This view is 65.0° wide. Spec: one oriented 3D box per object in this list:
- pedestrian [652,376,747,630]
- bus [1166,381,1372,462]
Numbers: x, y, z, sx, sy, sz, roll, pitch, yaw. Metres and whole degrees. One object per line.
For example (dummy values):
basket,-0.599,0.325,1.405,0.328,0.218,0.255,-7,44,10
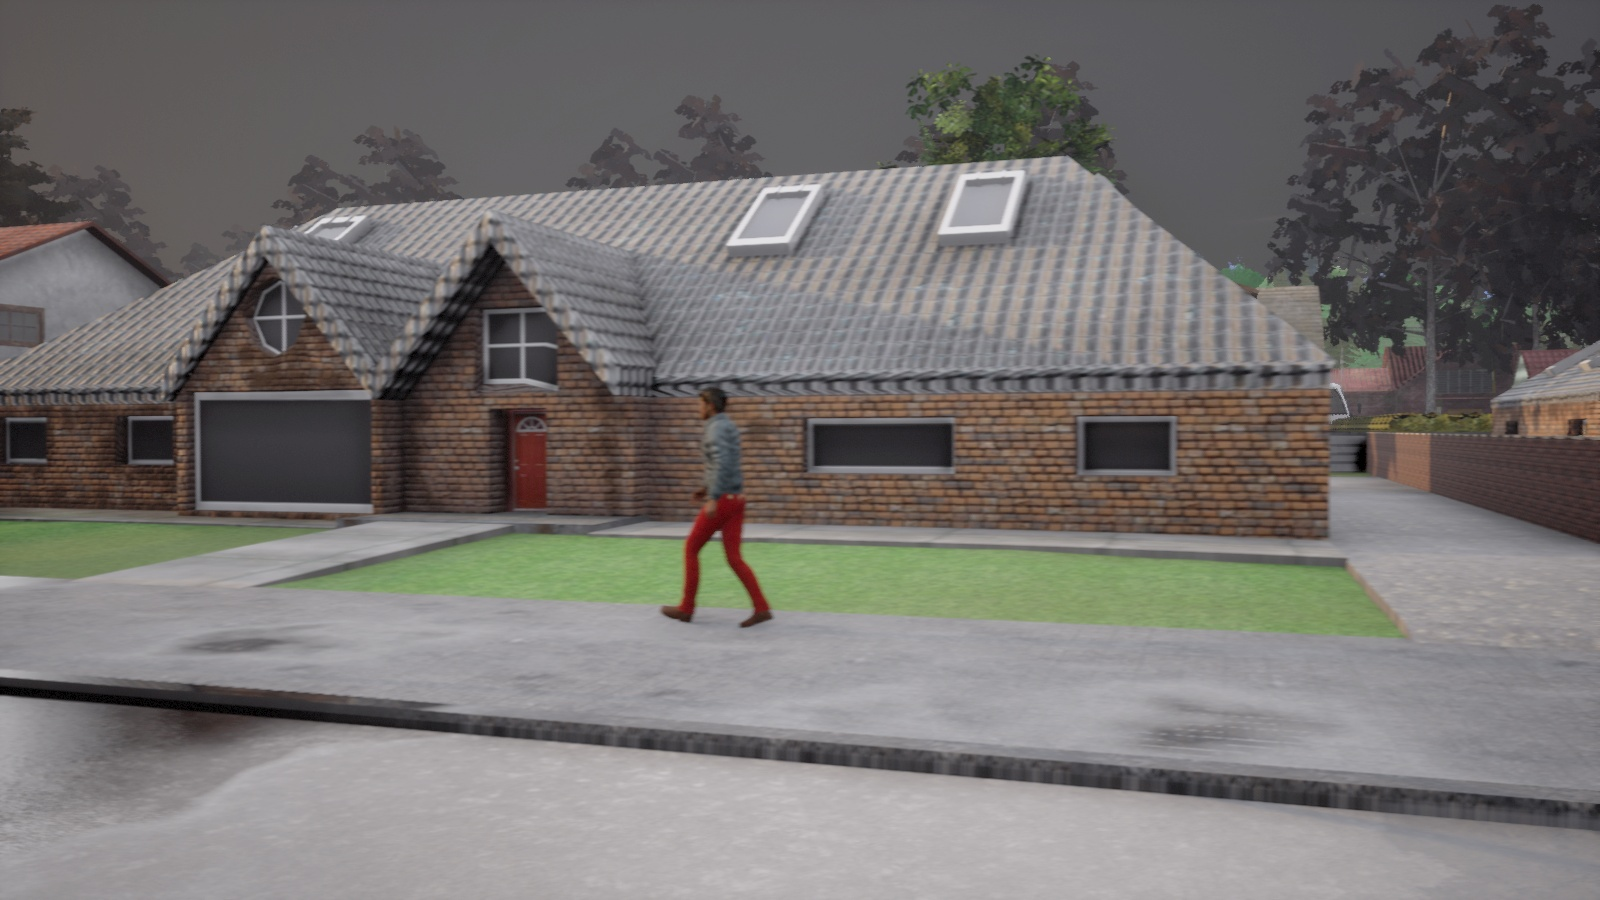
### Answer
pedestrian,-0.750,0.383,9.388,0.614,1.847,0.353,1,1,20
bus,25.568,-1.558,68.972,10.273,4.253,3.944,1,1,19
